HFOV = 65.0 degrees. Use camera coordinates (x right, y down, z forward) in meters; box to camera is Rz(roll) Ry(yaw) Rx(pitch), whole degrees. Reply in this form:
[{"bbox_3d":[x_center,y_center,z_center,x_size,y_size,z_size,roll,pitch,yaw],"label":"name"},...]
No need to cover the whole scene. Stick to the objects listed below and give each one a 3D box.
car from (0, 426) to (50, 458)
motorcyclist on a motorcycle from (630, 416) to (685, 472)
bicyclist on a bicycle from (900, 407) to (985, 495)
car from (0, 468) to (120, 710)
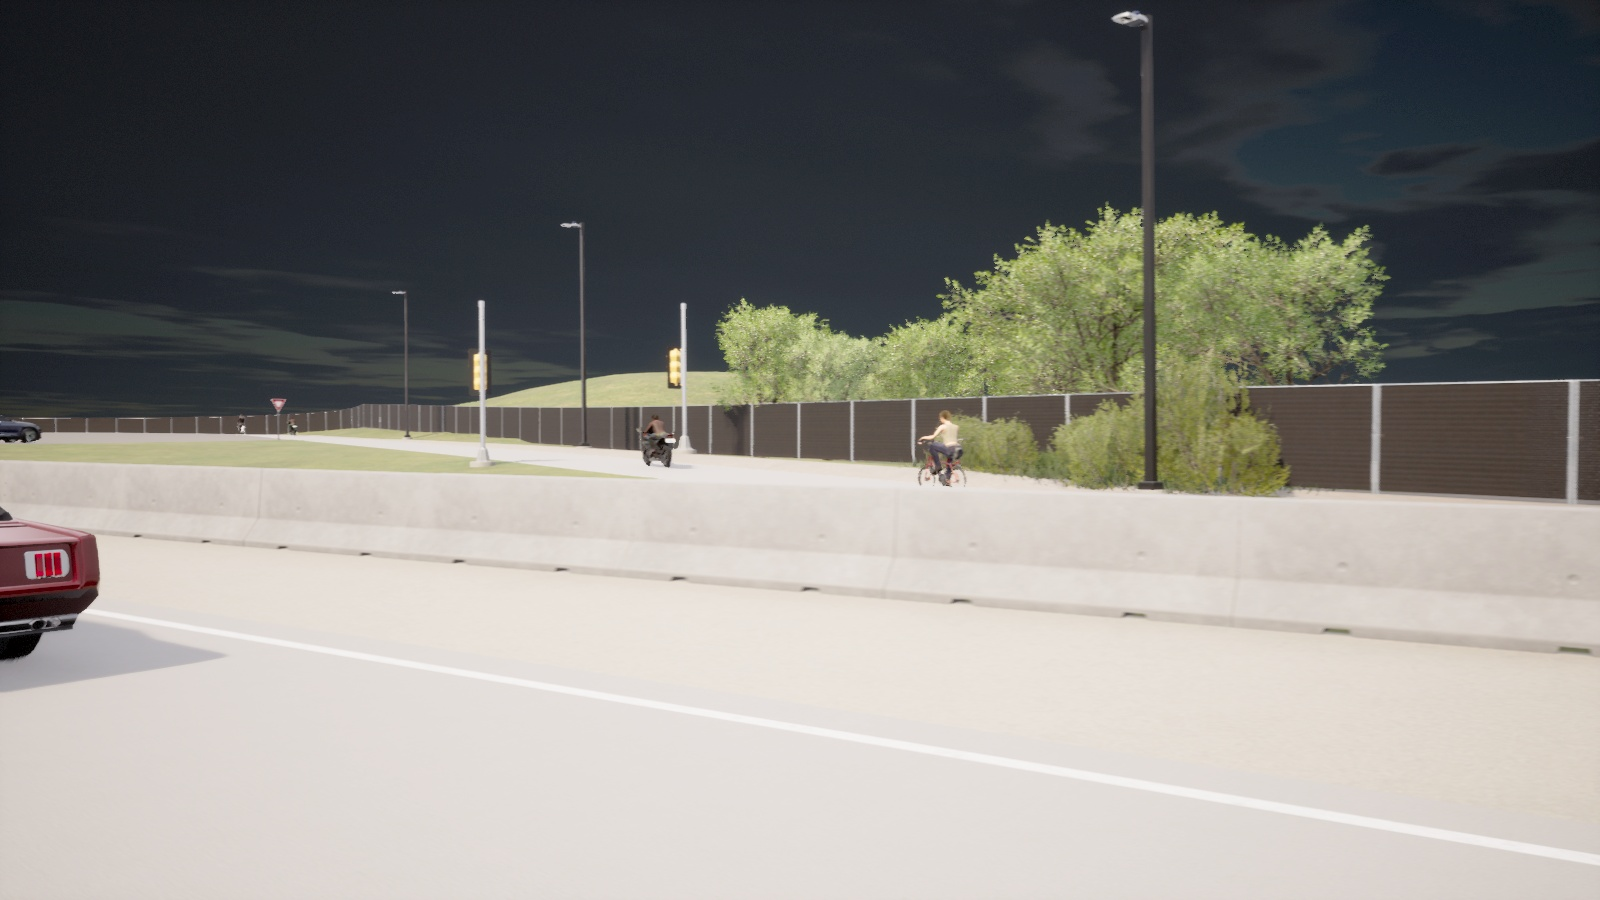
[{"bbox_3d":[-42.166,-0.391,65.423,2.033,1.649,4.856,0,1,29],"label":"car"},{"bbox_3d":[-4.088,-0.192,35.882,0.797,1.523,2.044,-2,2,-29],"label":"motorcyclist on a motorcycle"},{"bbox_3d":[2.715,-0.002,23.995,0.866,1.612,1.509,-2,2,-30],"label":"bicyclist on a bicycle"},{"bbox_3d":[-6.535,0.783,7.968,4.718,1.301,1.895,0,1,34],"label":"car"}]
